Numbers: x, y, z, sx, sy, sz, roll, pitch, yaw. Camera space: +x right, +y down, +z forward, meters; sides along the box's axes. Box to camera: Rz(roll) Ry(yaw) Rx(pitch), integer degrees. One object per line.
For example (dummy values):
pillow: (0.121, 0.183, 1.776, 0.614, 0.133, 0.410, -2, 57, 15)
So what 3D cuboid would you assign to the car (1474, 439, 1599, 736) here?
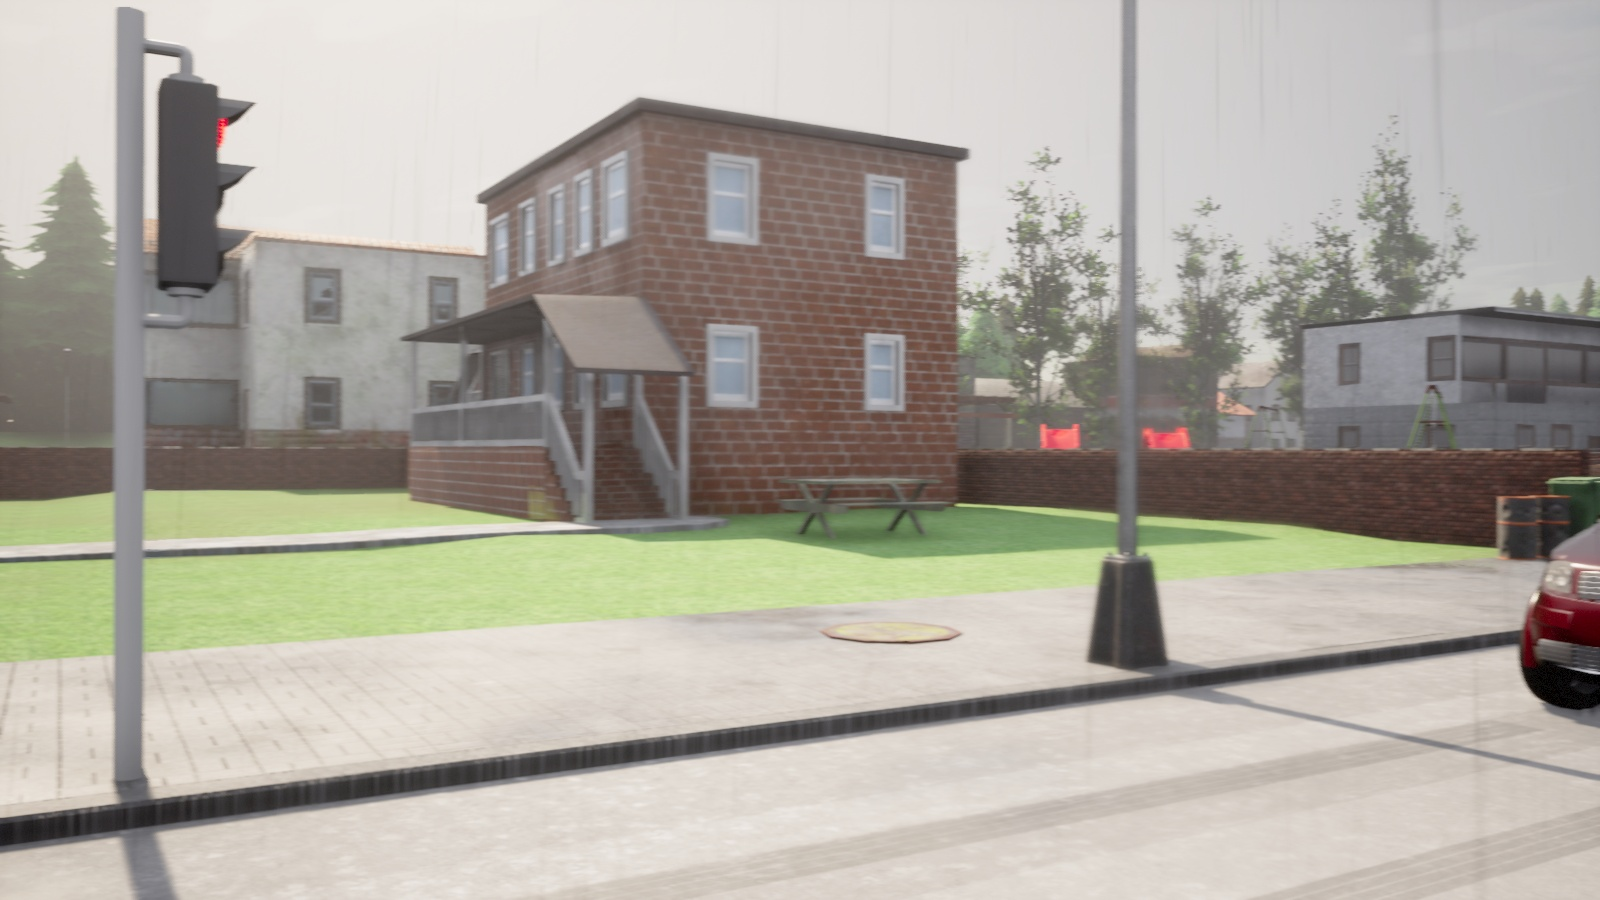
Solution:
car: (5.876, 0.714, 7.301, 3.705, 1.549, 1.789, 0, 0, -31)
